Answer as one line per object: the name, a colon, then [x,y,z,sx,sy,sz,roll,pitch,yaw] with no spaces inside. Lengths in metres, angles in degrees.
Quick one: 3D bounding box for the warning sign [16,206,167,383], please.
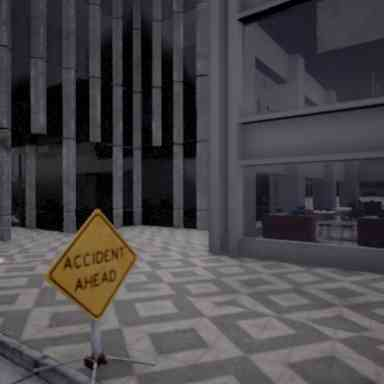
warning sign: [-1.124,1.127,3.875,1.060,1.860,1.300,0,0,36]
